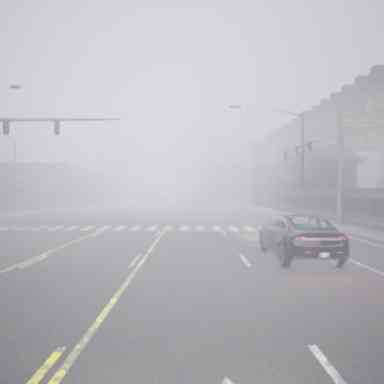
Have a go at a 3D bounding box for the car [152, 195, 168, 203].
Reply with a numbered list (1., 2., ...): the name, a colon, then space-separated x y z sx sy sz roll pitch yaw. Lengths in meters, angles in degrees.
1. car: -6.987 1.669 72.945 2.128 1.511 4.902 0 0 0

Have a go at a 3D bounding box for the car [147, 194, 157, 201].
1. car: -10.487 1.529 88.470 2.097 1.767 4.553 0 0 0

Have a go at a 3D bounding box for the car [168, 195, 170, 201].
1. car: -6.988 1.527 88.611 2.097 1.767 4.553 0 0 0

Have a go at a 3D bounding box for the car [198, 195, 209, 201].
1. car: 3.484 1.726 90.901 1.994 1.385 4.181 0 0 -3

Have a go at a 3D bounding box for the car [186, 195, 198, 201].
1. car: -0.003 1.666 89.581 1.837 1.490 4.892 0 0 -3

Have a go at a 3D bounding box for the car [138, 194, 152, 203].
1. car: -10.487 1.368 72.855 2.150 2.045 5.566 0 0 0

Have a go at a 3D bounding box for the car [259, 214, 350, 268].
1. car: 3.567 1.510 11.382 2.128 1.511 4.902 0 -1 0
